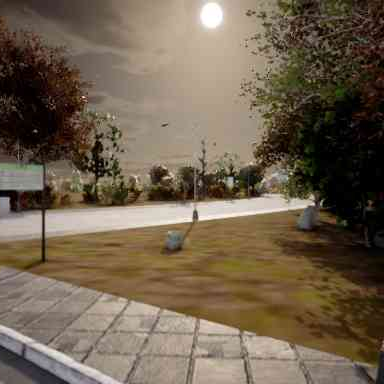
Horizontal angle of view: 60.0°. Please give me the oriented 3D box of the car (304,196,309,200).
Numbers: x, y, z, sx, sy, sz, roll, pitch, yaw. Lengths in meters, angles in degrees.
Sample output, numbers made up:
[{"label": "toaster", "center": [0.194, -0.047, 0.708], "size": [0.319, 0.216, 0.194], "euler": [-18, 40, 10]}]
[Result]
[{"label": "car", "center": [27.967, 1.195, 82.996], "size": [1.895, 1.301, 4.718], "euler": [0, 0, 21]}]
